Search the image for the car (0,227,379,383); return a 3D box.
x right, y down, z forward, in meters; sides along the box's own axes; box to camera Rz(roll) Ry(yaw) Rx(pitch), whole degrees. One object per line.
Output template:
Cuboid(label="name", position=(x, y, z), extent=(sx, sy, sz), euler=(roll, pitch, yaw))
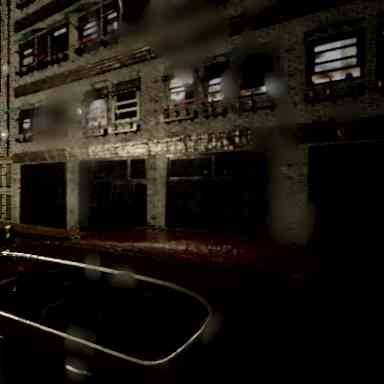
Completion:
Cuboid(label="car", position=(-0.900, 1.309, 3.339), extent=(5.009, 1.841, 2.192), euler=(0, 1, 35))
